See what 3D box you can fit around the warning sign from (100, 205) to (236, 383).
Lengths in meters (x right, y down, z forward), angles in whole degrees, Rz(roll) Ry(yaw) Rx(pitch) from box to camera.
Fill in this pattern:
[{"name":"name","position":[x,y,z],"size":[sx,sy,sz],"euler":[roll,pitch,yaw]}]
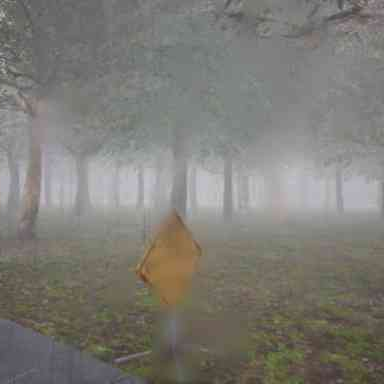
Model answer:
[{"name":"warning sign","position":[-0.249,1.119,4.096],"size":[1.060,1.860,1.300],"euler":[-1,0,35]}]
